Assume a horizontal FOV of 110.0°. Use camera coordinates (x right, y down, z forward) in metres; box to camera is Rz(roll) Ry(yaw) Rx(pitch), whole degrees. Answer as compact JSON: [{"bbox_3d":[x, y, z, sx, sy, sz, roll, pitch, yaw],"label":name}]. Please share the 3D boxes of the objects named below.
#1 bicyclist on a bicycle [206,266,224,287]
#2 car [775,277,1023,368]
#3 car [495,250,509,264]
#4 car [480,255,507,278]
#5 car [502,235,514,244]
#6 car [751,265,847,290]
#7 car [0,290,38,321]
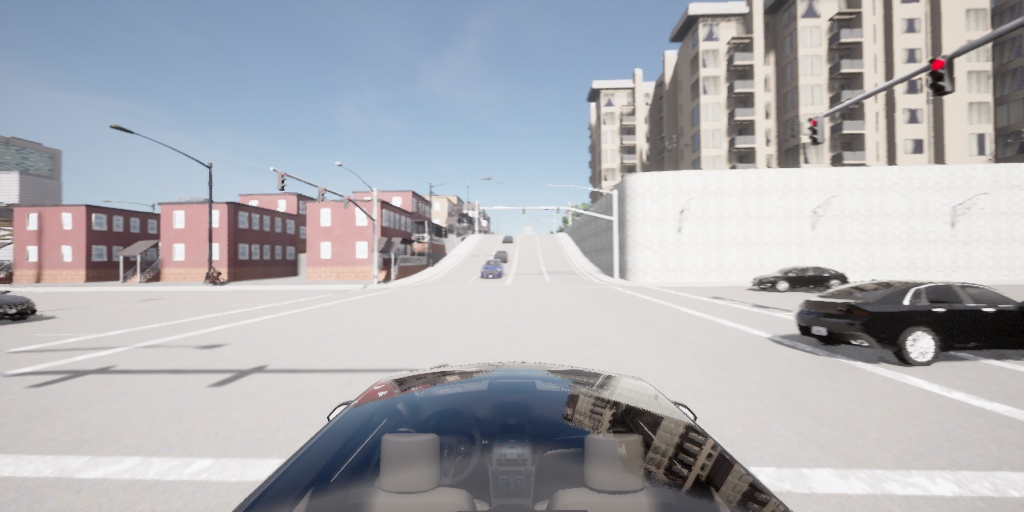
[{"bbox_3d":[-23.940,1.666,28.923,0.582,1.620,1.656,-1,0,3],"label":"bicyclist on a bicycle"},{"bbox_3d":[8.551,1.233,7.353,4.892,1.490,1.837,0,-3,-4],"label":"car"},{"bbox_3d":[-1.415,0.104,46.992,1.837,1.490,4.892,-1,10,3],"label":"car"},{"bbox_3d":[-1.926,1.180,35.915,2.097,1.767,4.553,-1,4,3],"label":"car"},{"bbox_3d":[-0.672,-2.895,62.673,1.994,1.385,4.181,-1,12,3],"label":"car"},{"bbox_3d":[16.824,1.319,21.121,4.892,1.490,1.837,-1,-1,3],"label":"car"},{"bbox_3d":[-19.241,1.598,12.187,4.892,1.490,1.837,1,-1,3],"label":"car"}]
